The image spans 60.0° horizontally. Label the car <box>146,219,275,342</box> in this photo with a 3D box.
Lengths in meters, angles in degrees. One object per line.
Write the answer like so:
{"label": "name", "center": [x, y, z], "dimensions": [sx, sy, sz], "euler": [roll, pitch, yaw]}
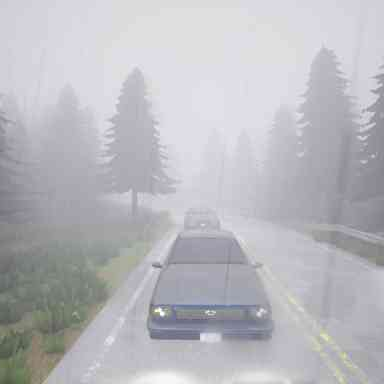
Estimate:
{"label": "car", "center": [0.308, 1.558, 7.103], "dimensions": [2.033, 1.411, 5.357], "euler": [0, 0, 1]}

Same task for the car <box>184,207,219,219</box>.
{"label": "car", "center": [0.524, 1.583, 19.827], "dimensions": [1.994, 1.385, 4.181], "euler": [0, 0, -2]}
